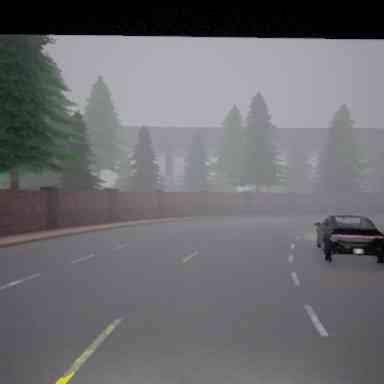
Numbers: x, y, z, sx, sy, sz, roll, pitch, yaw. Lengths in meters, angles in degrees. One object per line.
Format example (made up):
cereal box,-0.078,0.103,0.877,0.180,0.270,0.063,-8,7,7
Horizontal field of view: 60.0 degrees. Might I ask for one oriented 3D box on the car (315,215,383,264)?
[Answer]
car,5.810,1.623,12.548,2.128,1.511,4.902,0,-1,16
